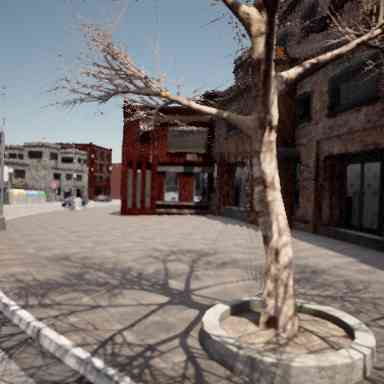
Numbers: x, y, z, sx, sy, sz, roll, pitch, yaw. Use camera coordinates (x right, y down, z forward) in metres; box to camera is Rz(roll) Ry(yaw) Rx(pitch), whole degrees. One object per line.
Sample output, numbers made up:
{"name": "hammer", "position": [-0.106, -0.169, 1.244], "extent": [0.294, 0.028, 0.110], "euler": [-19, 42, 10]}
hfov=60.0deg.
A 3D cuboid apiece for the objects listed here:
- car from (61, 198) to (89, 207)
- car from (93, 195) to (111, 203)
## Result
{"name": "car", "position": [-15.935, 1.411, 45.604], "extent": [1.895, 1.301, 4.718], "euler": [2, 0, 7]}
{"name": "car", "position": [-17.236, 1.383, 64.124], "extent": [2.033, 1.411, 5.357], "euler": [2, 0, 7]}
